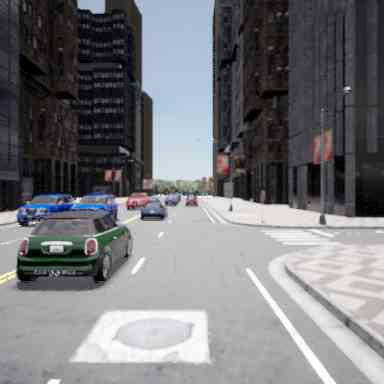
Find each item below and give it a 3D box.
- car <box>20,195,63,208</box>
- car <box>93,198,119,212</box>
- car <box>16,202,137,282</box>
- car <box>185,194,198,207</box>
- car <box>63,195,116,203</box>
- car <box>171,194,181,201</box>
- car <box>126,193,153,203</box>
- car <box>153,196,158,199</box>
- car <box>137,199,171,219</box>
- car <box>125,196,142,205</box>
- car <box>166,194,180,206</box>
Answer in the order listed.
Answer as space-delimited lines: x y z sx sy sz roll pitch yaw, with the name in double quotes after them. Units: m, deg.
-9.867 1.203 23.068 2.150 2.045 5.566 0 0 0 "car"
-9.869 1.469 38.578 1.812 1.442 4.674 0 0 0 "car"
-3.157 1.347 9.884 2.097 1.767 4.553 0 0 0 "car"
-0.035 1.440 50.509 1.812 1.442 4.674 0 0 0 "car"
-6.617 1.203 23.057 2.150 2.045 5.566 0 0 0 "car"
-3.299 1.171 70.743 1.882 1.535 5.008 0 0 0 "car"
-6.621 1.159 41.200 2.150 2.045 5.566 0 0 0 "car"
-6.588 1.446 55.615 2.033 1.411 5.357 0 0 1 "car"
-3.169 1.532 28.455 1.994 1.385 4.181 0 0 0 "car"
-9.839 1.462 56.205 1.994 1.385 4.181 0 0 0 "car"
-3.285 1.438 50.923 1.812 1.442 4.674 0 0 0 "car"
